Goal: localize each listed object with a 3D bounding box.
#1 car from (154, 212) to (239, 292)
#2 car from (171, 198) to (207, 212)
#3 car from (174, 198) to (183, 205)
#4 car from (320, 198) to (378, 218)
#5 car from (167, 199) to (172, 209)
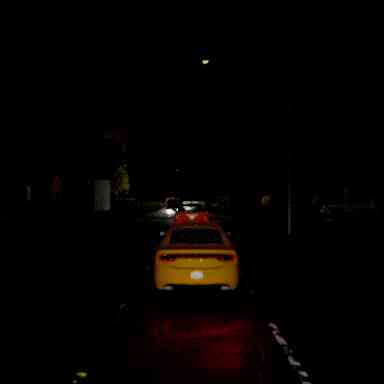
[{"bbox_3d":[0.098,1.541,9.122,1.882,1.535,5.008,0,-1,0],"label":"car"},{"bbox_3d":[-0.109,1.496,21.283,2.097,1.767,4.553,0,0,-3],"label":"car"},{"bbox_3d":[-2.772,1.980,68.647,1.812,1.442,4.674,0,0,0],"label":"car"},{"bbox_3d":[16.174,1.639,34.360,5.566,2.045,2.150,1,-1,-1],"label":"car"},{"bbox_3d":[-2.853,1.835,51.505,2.128,1.511,4.902,0,0,0],"label":"car"}]
